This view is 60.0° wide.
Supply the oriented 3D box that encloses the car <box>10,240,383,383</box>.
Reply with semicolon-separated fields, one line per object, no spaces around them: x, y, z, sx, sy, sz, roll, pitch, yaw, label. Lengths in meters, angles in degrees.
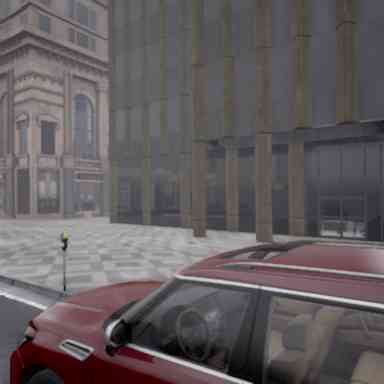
0.714;1.320;2.463;5.009;1.841;2.192;-1;-1;36;car
